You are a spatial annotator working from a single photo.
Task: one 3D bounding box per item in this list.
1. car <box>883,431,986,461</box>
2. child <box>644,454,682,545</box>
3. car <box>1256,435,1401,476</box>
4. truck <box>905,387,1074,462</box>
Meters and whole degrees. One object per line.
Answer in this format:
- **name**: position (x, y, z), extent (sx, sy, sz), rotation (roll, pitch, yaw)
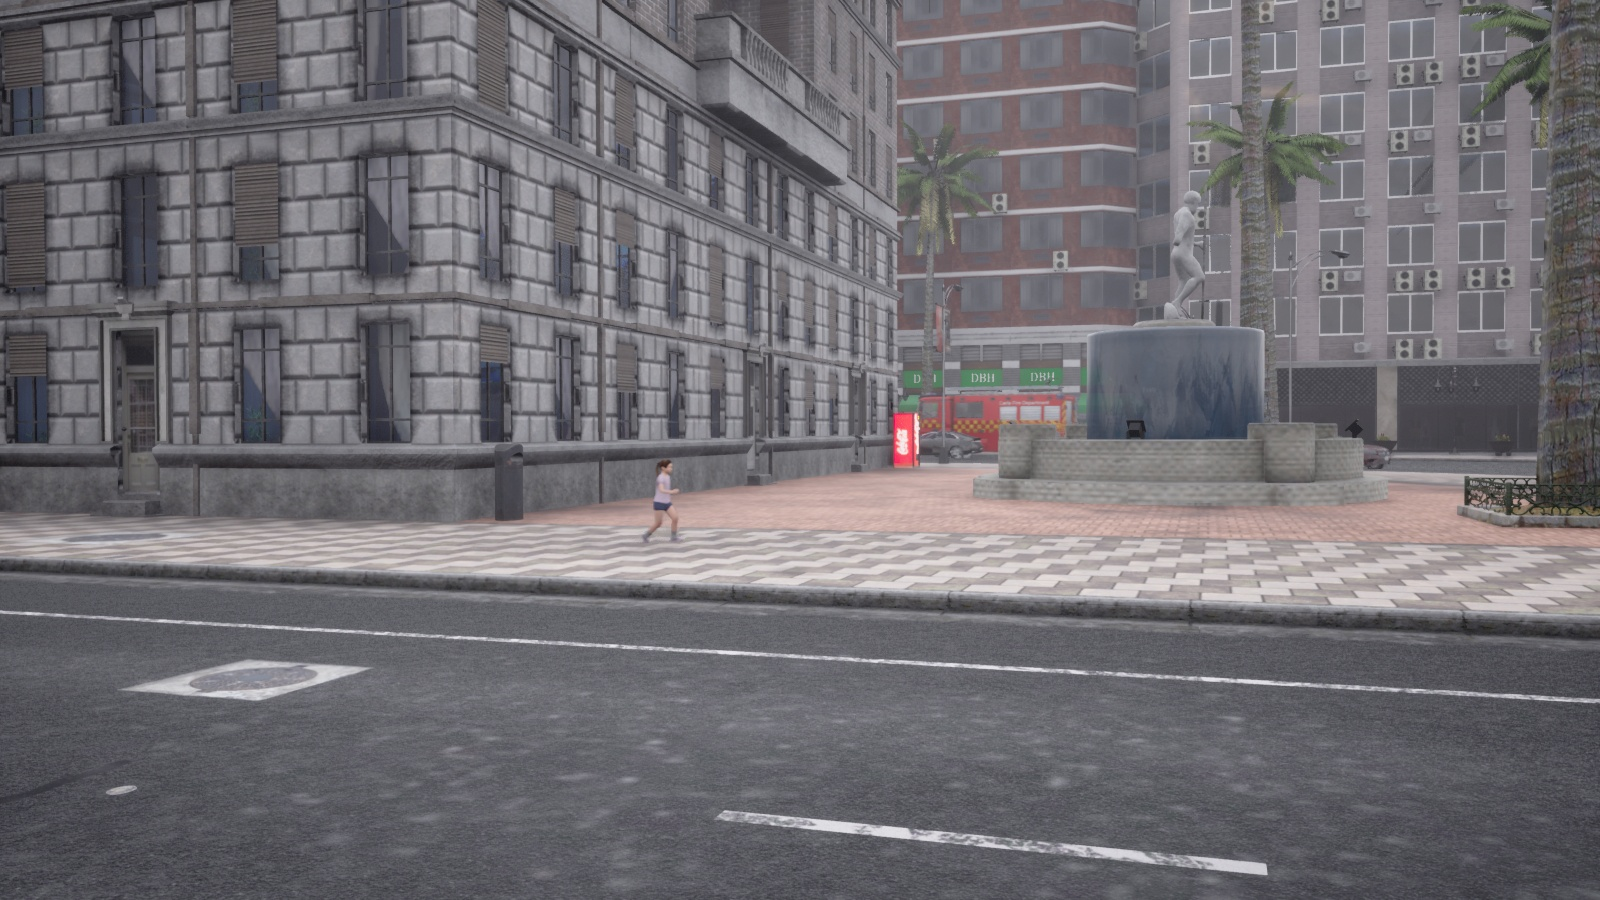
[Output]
- **car**: position (6.965, -0.233, 65.055), extent (4.902, 1.511, 2.128), rotation (1, 1, 25)
- **child**: position (-1.708, 0.606, 15.652), extent (0.394, 1.110, 0.255), rotation (1, 1, 26)
- **car**: position (19.708, 0.173, 47.029), extent (1.812, 1.442, 4.674), rotation (-1, 1, -41)
- **truck**: position (10.145, -1.380, 67.474), extent (8.468, 3.827, 2.891), rotation (1, 1, 28)
